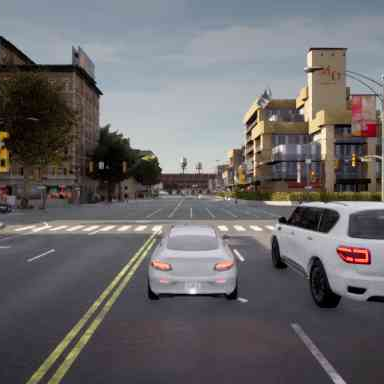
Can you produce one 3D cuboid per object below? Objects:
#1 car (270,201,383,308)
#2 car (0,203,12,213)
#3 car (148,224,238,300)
[{"bbox_3d":[3.511,1.221,8.053,2.150,2.045,5.566,0,0,0],"label":"car"},{"bbox_3d":[-21.096,1.504,34.127,4.892,1.490,1.837,0,0,0],"label":"car"},{"bbox_3d":[0.012,1.526,8.284,1.812,1.442,4.674,0,0,0],"label":"car"}]
